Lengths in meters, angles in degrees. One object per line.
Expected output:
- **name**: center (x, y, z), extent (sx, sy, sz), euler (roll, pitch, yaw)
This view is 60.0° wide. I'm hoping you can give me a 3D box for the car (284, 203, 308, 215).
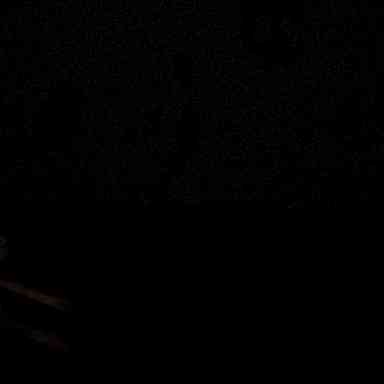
- **car**: center (13.884, 2.249, 44.218), extent (1.882, 1.535, 5.008), euler (0, -1, 35)
